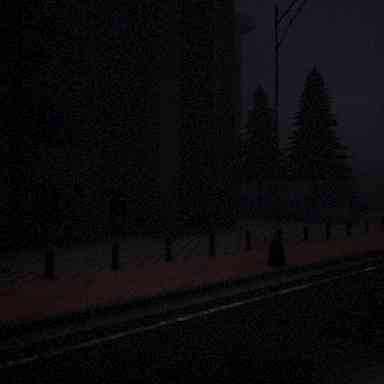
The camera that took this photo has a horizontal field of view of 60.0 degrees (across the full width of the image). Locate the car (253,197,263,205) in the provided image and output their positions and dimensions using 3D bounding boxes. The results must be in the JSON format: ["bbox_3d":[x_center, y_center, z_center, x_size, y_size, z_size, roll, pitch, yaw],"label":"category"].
[{"bbox_3d":[9.867,1.509,56.818,2.128,1.511,4.902,0,0,-35],"label":"car"}]

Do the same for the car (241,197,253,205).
[{"bbox_3d":[7.003,1.616,54.806,2.033,1.411,5.357,0,0,-35],"label":"car"}]
